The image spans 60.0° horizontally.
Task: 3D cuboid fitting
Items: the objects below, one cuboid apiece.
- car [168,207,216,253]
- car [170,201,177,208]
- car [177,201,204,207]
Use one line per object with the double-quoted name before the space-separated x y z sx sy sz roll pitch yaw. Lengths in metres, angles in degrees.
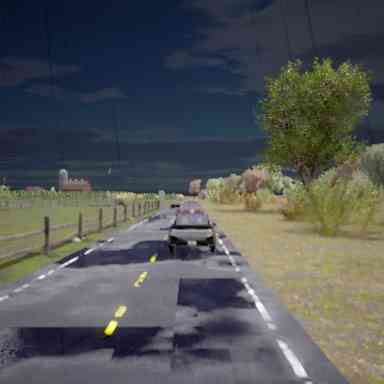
"car" 0.009 1.631 14.295 2.128 1.511 4.902 0 0 0
"car" -2.730 2.204 57.582 1.895 1.301 4.718 0 -1 0
"car" 0.013 1.641 29.063 2.097 1.767 4.553 0 -1 0
